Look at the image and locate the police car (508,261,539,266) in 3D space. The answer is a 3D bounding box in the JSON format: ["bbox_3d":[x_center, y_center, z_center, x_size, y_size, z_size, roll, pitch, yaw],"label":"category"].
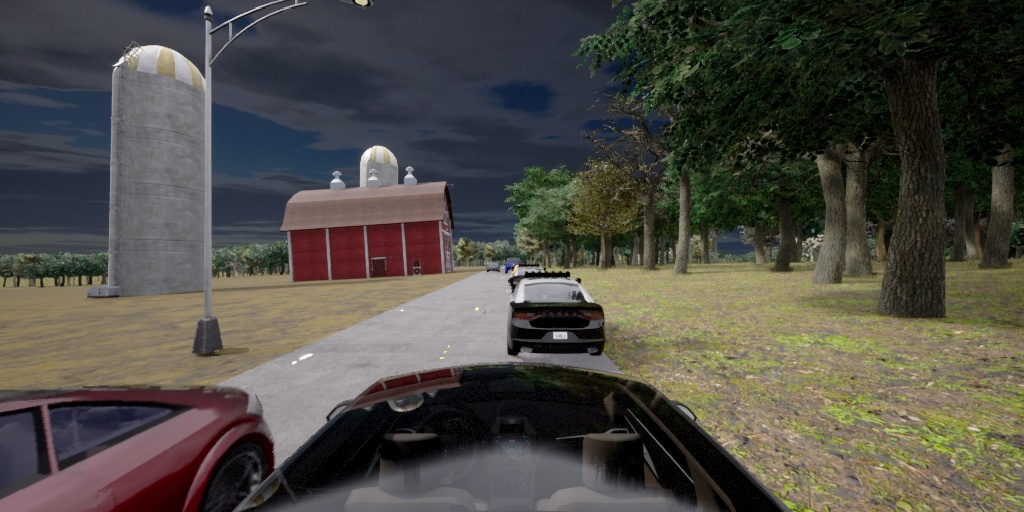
[{"bbox_3d":[0.888,1.231,18.832,1.930,1.638,5.238,0,0,0],"label":"police car"}]

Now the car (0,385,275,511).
[{"bbox_3d":[-2.854,1.313,1.086,1.994,1.385,4.181,0,0,0],"label":"car"}]

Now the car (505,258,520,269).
[{"bbox_3d":[0.207,1.265,47.309,2.150,2.045,5.566,0,0,0],"label":"car"}]

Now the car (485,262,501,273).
[{"bbox_3d":[-2.572,1.570,49.838,1.837,1.490,4.892,0,-1,0],"label":"car"}]

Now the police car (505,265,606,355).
[{"bbox_3d":[0.851,1.187,8.828,1.930,1.638,5.238,0,0,0],"label":"police car"}]
